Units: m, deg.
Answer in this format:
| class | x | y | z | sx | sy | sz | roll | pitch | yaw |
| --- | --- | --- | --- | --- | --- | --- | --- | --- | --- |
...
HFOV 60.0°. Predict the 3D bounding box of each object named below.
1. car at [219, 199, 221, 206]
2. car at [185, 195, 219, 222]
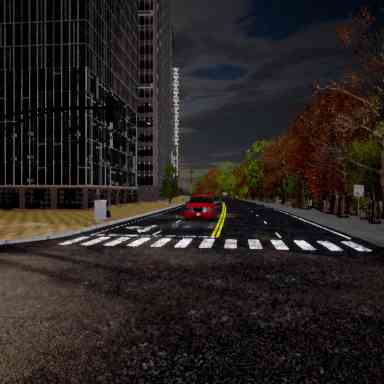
| class | x | y | z | sx | sy | sz | roll | pitch | yaw |
| --- | --- | --- | --- | --- | --- | --- | --- | --- | --- |
| car | 3.793 | 1.482 | 55.936 | 1.837 | 1.490 | 4.892 | 0 | 0 | 5 |
| car | 0.778 | 1.252 | 26.947 | 2.150 | 2.045 | 5.566 | 0 | 0 | 7 |
